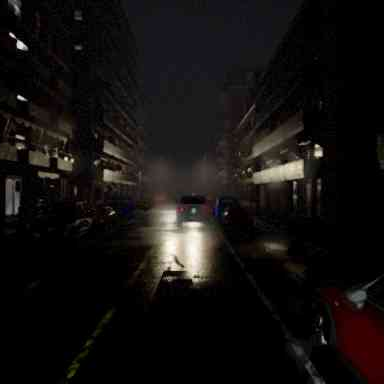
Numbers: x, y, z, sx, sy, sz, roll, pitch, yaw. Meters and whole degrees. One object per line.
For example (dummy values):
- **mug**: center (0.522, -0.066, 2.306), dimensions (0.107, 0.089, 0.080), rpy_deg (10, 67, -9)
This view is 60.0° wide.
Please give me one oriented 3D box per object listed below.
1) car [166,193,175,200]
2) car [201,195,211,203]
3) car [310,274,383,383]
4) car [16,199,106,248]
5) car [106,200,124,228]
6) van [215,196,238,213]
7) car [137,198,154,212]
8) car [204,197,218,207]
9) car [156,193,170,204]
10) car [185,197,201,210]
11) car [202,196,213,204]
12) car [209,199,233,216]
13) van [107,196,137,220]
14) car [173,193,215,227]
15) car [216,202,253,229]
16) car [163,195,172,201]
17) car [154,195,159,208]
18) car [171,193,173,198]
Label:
- **car**: center (-5.691, 1.068, 88.677), dimensions (2.192, 1.841, 5.009), rpy_deg (0, 0, 0)
- **car**: center (2.691, 1.366, 65.917), dimensions (1.802, 1.307, 4.206), rpy_deg (0, 0, 0)
- **car**: center (2.696, 1.424, 3.325), dimensions (1.967, 1.590, 4.097), rpy_deg (0, 0, 0)
- **car**: center (-5.684, 1.250, 14.706), dimensions (2.192, 1.841, 5.009), rpy_deg (0, 0, 0)
- **car**: center (-5.686, 1.439, 20.228), dimensions (1.752, 1.417, 4.829), rpy_deg (0, 0, 0)
- **van**: center (2.695, 1.233, 26.083), dimensions (1.690, 1.788, 3.998), rpy_deg (0, 0, 0)
- **car**: center (-5.687, 1.382, 37.296), dimensions (1.752, 1.417, 4.829), rpy_deg (0, 0, 0)
- **car**: center (2.692, 1.407, 48.846), dimensions (1.802, 1.307, 4.206), rpy_deg (0, 0, 0)
- **car**: center (-5.688, 1.112, 60.227), dimensions (2.192, 1.841, 5.009), rpy_deg (0, 0, 0)
- **car**: center (0.100, 1.350, 41.343), dimensions (1.837, 1.490, 4.892), rpy_deg (0, 0, 0)
- **car**: center (2.692, 1.379, 60.226), dimensions (1.802, 1.307, 4.206), rpy_deg (0, 0, 0)
- **car**: center (2.693, 1.418, 31.775), dimensions (1.887, 1.381, 4.507), rpy_deg (0, 0, 0)
- **van**: center (-5.685, 1.233, 26.085), dimensions (1.690, 1.788, 3.998), rpy_deg (0, 0, 0)
- **car**: center (0.101, 1.130, 22.049), dimensions (2.150, 2.045, 5.566), rpy_deg (0, 0, 0)
- **car**: center (2.694, 1.495, 20.396), dimensions (1.802, 1.307, 4.206), rpy_deg (0, 0, 0)
- **car**: center (-5.690, 1.347, 77.298), dimensions (1.802, 1.307, 4.206), rpy_deg (0, 0, 0)
- **car**: center (-5.688, 1.422, 43.158), dimensions (1.802, 1.307, 4.206), rpy_deg (0, 0, 0)
- **car**: center (-5.690, 1.339, 71.609), dimensions (1.947, 1.339, 4.313), rpy_deg (0, 0, 0)
